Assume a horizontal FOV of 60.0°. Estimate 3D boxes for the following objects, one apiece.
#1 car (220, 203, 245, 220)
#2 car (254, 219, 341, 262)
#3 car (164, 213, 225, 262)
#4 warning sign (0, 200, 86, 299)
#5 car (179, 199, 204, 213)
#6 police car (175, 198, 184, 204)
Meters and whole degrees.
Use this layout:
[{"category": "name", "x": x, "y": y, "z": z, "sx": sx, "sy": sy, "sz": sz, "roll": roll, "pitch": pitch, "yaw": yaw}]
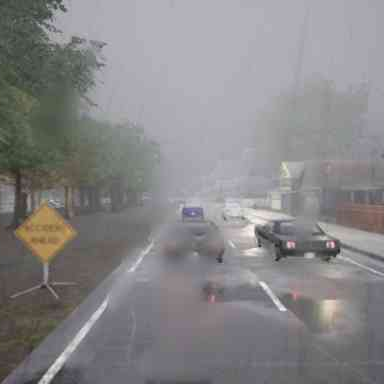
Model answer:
[{"category": "car", "x": 3.582, "y": 1.714, "z": 29.820, "sx": 1.812, "sy": 1.442, "sz": 4.674, "roll": 0, "pitch": -1, "yaw": 0}, {"category": "car", "x": 3.579, "y": 1.648, "z": 12.291, "sx": 1.895, "sy": 1.301, "sz": 4.718, "roll": 0, "pitch": 0, "yaw": 0}, {"category": "car", "x": 0.079, "y": 1.648, "z": 12.261, "sx": 1.895, "sy": 1.301, "sz": 4.718, "roll": 0, "pitch": 0, "yaw": 0}, {"category": "warning sign", "x": -3.041, "y": 1.131, "z": 6.941, "sx": 1.300, "sy": 1.860, "sz": 1.060, "roll": 1, "pitch": 0, "yaw": 0}, {"category": "car", "x": 0.083, "y": 1.672, "z": 30.413, "sx": 1.882, "sy": 1.535, "sz": 5.008, "roll": 0, "pitch": -1, "yaw": 0}, {"category": "police car", "x": -2.707, "y": 2.358, "z": 87.090, "sx": 1.930, "sy": 1.638, "sz": 5.238, "roll": 0, "pitch": -1, "yaw": -5}]
